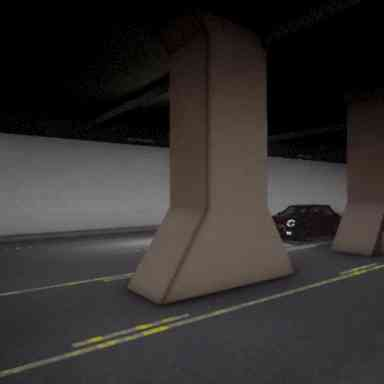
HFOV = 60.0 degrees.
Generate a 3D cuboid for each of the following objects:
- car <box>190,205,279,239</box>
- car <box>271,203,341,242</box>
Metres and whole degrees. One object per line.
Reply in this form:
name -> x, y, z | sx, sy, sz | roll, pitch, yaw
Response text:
car -> 2.487, 1.565, 18.850 | 4.902, 1.511, 2.128 | 0, 0, -36
car -> 5.506, 1.402, 16.726 | 4.553, 1.767, 2.097 | 0, 0, -36
